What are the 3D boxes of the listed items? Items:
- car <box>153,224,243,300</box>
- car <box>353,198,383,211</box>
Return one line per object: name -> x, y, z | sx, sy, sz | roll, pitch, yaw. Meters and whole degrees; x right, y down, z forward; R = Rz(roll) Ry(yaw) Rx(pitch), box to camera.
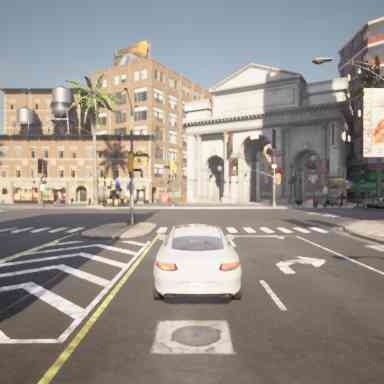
car -> 0.108, 1.523, 8.276 | 1.812, 1.442, 4.674 | 0, 0, 0
car -> 22.194, 1.479, 40.354 | 4.902, 1.511, 2.128 | 0, 0, 1
